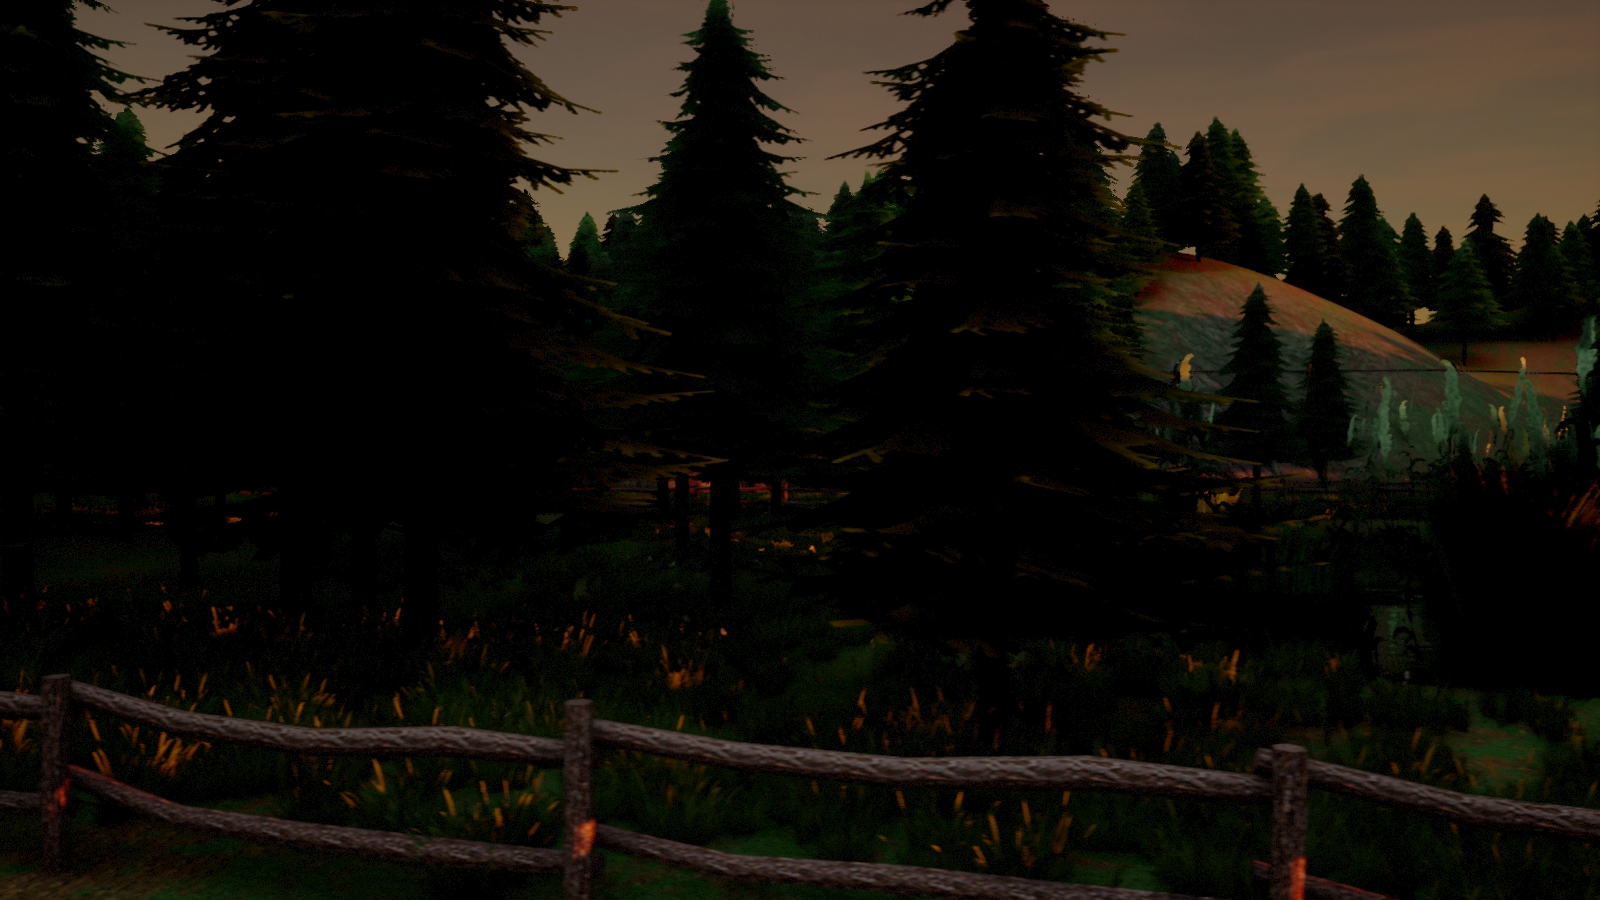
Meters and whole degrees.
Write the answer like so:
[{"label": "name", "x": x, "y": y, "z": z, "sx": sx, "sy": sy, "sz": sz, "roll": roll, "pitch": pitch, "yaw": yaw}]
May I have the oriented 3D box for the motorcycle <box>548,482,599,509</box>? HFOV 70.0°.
[{"label": "motorcycle", "x": -10.744, "y": 2.154, "z": 54.308, "sx": 2.209, "sy": 1.251, "sz": 0.867, "roll": 0, "pitch": 0, "yaw": 13}]
